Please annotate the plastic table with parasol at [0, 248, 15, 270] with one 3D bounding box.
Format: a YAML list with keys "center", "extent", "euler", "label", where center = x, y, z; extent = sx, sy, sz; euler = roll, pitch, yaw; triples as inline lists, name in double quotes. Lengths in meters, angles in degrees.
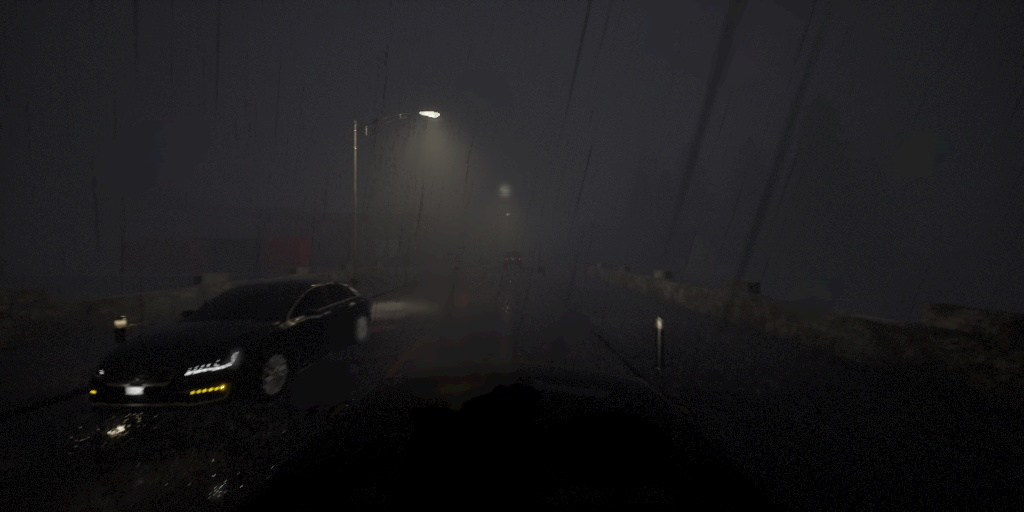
- center: [-52.597, 0.259, 35.641]
  extent: [2.482, 2.480, 2.482]
  euler: [0, 0, 0]
  label: "plastic table with parasol"

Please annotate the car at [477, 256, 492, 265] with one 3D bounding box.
- center: [-4.023, 0.684, 53.885]
  extent: [1.994, 1.385, 4.181]
  euler: [0, 1, 1]
  label: "car"

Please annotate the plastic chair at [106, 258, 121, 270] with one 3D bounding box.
- center: [-41.185, 0.845, 37.318]
  extent: [0.730, 1.272, 0.750]
  euler: [0, 0, 0]
  label: "plastic chair"

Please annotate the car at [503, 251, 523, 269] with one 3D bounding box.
- center: [0.123, 0.467, 43.388]
  extent: [2.150, 2.045, 5.566]
  euler: [0, 0, 0]
  label: "car"

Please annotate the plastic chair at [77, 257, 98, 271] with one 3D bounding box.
- center: [-42.486, 0.861, 35.920]
  extent: [0.750, 1.272, 0.730]
  euler: [0, 0, 0]
  label: "plastic chair"

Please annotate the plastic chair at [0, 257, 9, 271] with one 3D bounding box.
- center: [-51.287, 0.862, 35.729]
  extent: [0.730, 1.272, 0.750]
  euler: [0, 0, 0]
  label: "plastic chair"

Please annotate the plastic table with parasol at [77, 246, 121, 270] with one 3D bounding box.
- center: [-42.385, 0.239, 37.420]
  extent: [2.482, 2.480, 2.482]
  euler: [0, 0, 0]
  label: "plastic table with parasol"

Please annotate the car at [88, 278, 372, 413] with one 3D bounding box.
- center: [-4.097, 1.200, 6.325]
  extent: [1.837, 1.490, 4.892]
  euler: [0, 0, 0]
  label: "car"
